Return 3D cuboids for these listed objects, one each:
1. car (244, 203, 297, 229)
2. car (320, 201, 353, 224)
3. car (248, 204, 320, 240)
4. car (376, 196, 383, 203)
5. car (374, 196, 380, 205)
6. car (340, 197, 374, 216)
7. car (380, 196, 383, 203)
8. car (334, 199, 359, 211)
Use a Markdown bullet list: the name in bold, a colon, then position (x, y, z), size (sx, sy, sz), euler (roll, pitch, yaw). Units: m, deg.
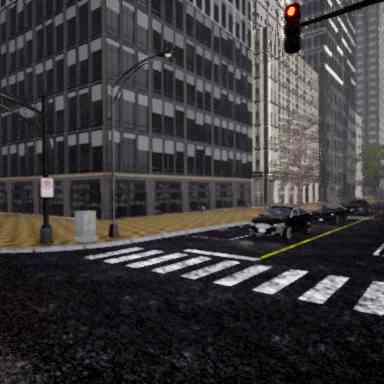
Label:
- **car**: position (5.420, 1.502, 22.498), size (1.752, 1.417, 4.829), euler (-1, 0, 37)
- **car**: position (10.092, 1.576, 24.436), size (1.895, 1.301, 4.718), euler (0, 0, 36)
- **car**: position (4.620, 1.476, 17.055), size (2.128, 1.511, 4.902), euler (0, 0, 37)
- **car**: position (39.109, 1.449, 67.920), size (2.008, 1.369, 4.403), euler (0, 0, 37)
- **car**: position (28.932, 1.451, 54.198), size (1.752, 1.417, 4.829), euler (0, 0, 37)
- **car**: position (16.035, 1.469, 32.433), size (1.837, 1.490, 4.892), euler (0, 0, 37)
- **car**: position (35.751, 1.489, 63.391), size (1.802, 1.307, 4.206), euler (0, 0, 37)
- **car**: position (18.958, 1.516, 40.749), size (1.947, 1.339, 4.313), euler (-1, 0, 37)
